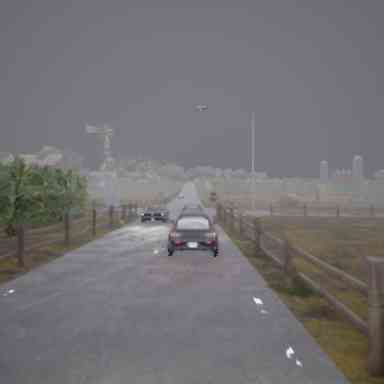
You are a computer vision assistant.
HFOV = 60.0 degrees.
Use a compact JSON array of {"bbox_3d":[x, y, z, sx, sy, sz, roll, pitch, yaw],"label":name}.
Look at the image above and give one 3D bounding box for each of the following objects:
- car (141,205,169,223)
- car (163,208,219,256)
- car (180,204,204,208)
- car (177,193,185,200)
[{"bbox_3d":[-2.791,1.684,25.989,1.895,1.301,4.718,0,0,1],"label":"car"},{"bbox_3d":[0.051,1.569,13.233,1.812,1.442,4.674,0,0,0],"label":"car"},{"bbox_3d":[0.023,1.648,26.439,1.994,1.385,4.181,0,0,-1],"label":"car"},{"bbox_3d":[-2.759,1.119,86.253,1.882,1.535,5.008,0,1,0],"label":"car"}]
